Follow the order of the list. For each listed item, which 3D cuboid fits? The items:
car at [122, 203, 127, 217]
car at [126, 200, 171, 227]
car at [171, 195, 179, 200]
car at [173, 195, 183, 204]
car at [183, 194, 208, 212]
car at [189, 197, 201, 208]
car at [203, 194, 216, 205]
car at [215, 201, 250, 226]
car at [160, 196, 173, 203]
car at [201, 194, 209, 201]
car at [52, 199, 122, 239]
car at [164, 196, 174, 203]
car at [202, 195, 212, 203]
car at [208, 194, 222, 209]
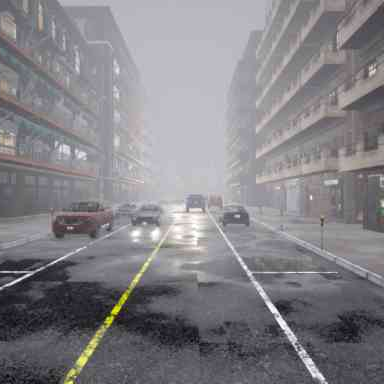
[{"bbox_3d":[-5.429,1.592,28.785,1.802,1.307,4.206,1,0,1],"label":"car"},{"bbox_3d":[-2.898,1.554,23.202,2.033,1.411,5.357,0,0,1],"label":"car"},{"bbox_3d":[-4.841,1.594,95.430,1.752,1.417,4.829,1,0,1],"label":"car"},{"bbox_3d":[-2.412,1.542,66.886,1.882,1.535,5.008,0,0,1],"label":"car"},{"bbox_3d":[0.432,1.233,38.687,2.150,2.045,5.566,0,0,0],"label":"car"},{"bbox_3d":[0.471,1.545,49.967,1.812,1.442,4.674,0,0,1],"label":"car"},{"bbox_3d":[3.249,1.342,62.084,2.192,1.841,5.009,1,0,1],"label":"car"},{"bbox_3d":[2.902,1.573,23.110,1.947,1.339,4.313,1,0,1],"label":"car"},{"bbox_3d":[-5.134,1.577,62.191,2.008,1.369,4.403,1,0,1],"label":"car"},{"bbox_3d":[3.494,1.361,89.924,2.192,1.841,5.009,1,0,1],"label":"car"},{"bbox_3d":[-5.523,1.320,17.649,2.192,1.841,5.009,1,0,1],"label":"car"},{"bbox_3d":[-5.037,1.559,73.158,1.752,1.417,4.829,1,0,1],"label":"car"},{"bbox_3d":[3.344,1.474,73.220,1.967,1.590,4.097,1,0,1],"label":"car"},{"bbox_3d":[3.101,1.332,45.382,2.192,1.841,5.009,1,0,1],"label":"car"}]
